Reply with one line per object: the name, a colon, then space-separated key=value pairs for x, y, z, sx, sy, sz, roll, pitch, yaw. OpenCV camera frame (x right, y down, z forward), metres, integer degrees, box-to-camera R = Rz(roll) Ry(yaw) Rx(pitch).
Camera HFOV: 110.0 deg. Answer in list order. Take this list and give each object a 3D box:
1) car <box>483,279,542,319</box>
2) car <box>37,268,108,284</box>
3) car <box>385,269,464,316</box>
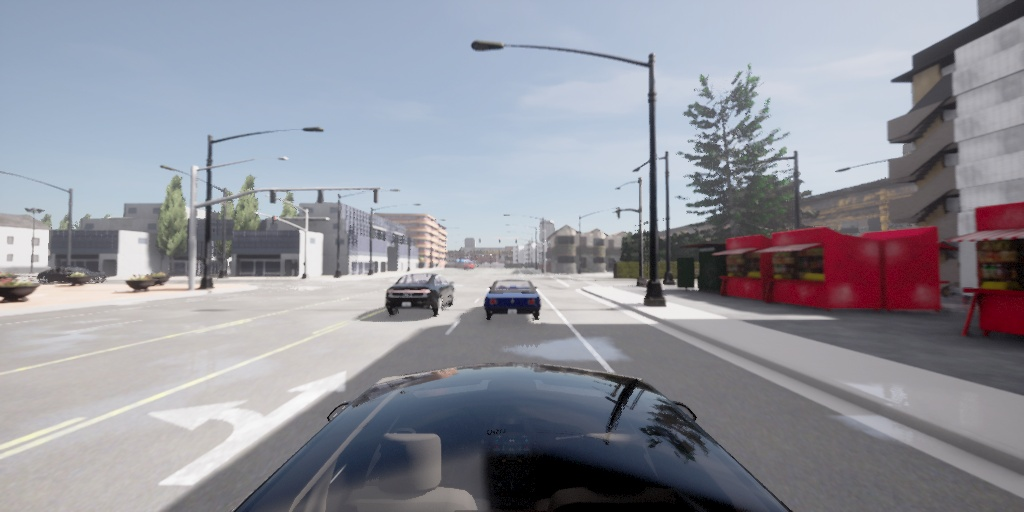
car: x=0.038 y=1.517 z=13.608 sx=1.895 sy=1.301 sz=4.718 roll=0 pitch=-1 yaw=1
car: x=-38.915 y=1.772 z=31.810 sx=4.892 sy=1.490 sz=1.837 roll=0 pitch=-2 yaw=1
car: x=-3.455 y=1.420 z=14.237 sx=2.128 sy=1.511 sz=4.902 roll=0 pitch=-1 yaw=0
